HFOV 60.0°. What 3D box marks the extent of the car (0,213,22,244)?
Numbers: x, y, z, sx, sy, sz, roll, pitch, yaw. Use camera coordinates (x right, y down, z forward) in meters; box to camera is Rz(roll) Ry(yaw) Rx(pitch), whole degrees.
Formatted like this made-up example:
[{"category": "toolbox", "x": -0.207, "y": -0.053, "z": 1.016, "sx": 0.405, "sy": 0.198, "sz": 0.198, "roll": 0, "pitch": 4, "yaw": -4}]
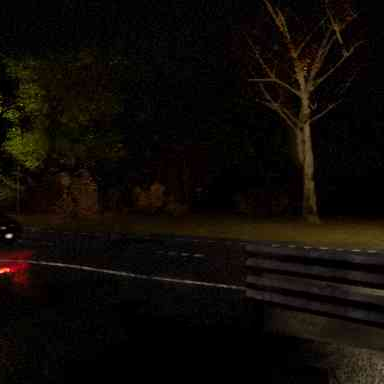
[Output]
[{"category": "car", "x": -9.718, "y": 1.541, "z": 14.526, "sx": 4.892, "sy": 1.490, "sz": 1.837, "roll": 0, "pitch": -1, "yaw": 22}]
